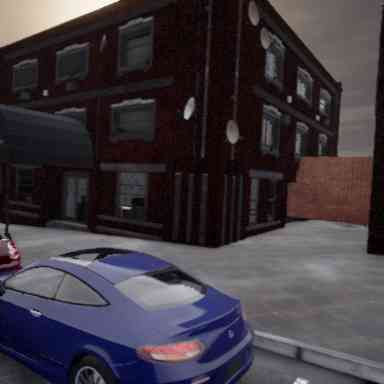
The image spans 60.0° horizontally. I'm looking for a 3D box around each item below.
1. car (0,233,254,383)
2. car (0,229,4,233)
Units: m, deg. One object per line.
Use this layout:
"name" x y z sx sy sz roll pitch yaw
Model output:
"car" -1.459 1.513 4.574 4.674 1.452 2.002 0 0 36
"car" -6.035 1.338 7.838 4.553 1.767 2.185 0 0 35
